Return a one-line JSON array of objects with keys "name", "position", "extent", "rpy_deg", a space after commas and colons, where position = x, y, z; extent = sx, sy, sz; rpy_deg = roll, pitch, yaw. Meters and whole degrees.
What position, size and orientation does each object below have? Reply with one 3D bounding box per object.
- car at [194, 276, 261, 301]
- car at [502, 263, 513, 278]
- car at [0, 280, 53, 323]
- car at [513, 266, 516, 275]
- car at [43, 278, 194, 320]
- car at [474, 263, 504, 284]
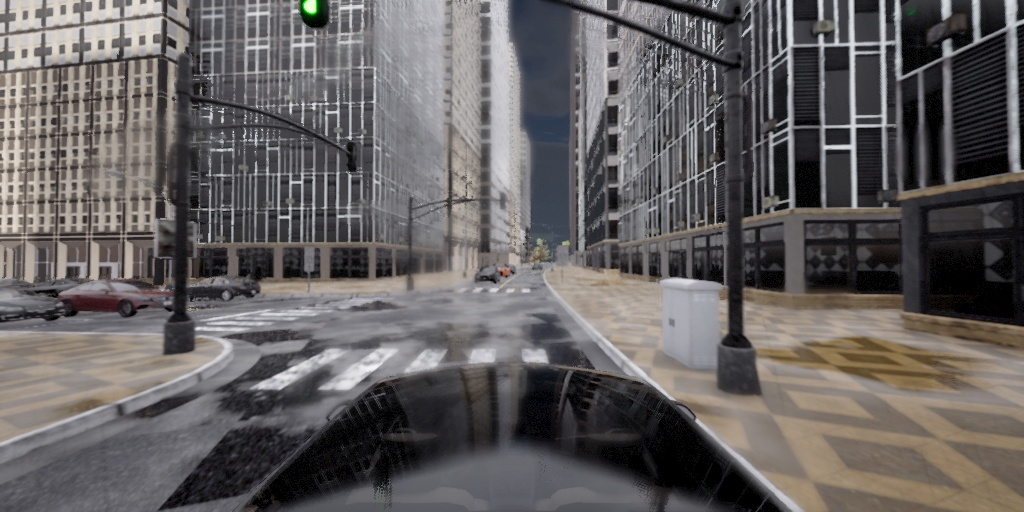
[{"name": "car", "position": [-16.936, 1.854, 20.850], "extent": [4.403, 1.370, 2.007], "rpy_deg": [0, 0, 9]}, {"name": "car", "position": [-1.416, 1.589, 41.231], "extent": [2.097, 1.767, 4.553], "rpy_deg": [0, -1, 5]}, {"name": "car", "position": [-18.203, 1.702, 12.567], "extent": [4.403, 1.370, 2.007], "rpy_deg": [0, 0, 9]}, {"name": "car", "position": [-0.458, 1.905, 51.776], "extent": [2.033, 1.411, 5.357], "rpy_deg": [0, -1, 6]}, {"name": "car", "position": [-16.256, 1.694, 14.903], "extent": [4.674, 1.442, 1.812], "rpy_deg": [-1, -1, 9]}, {"name": "car", "position": [-2.104, 1.628, 31.646], "extent": [1.837, 1.490, 4.892], "rpy_deg": [0, -1, 4]}]
